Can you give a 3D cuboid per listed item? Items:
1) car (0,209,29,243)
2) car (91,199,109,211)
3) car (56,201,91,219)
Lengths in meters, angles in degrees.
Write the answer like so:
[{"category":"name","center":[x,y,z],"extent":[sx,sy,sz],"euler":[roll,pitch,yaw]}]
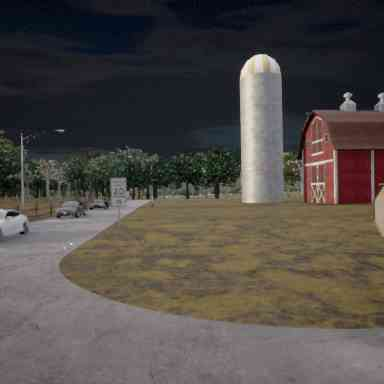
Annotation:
[{"category":"car","center":[-9.578,1.575,16.217],"extent":[1.812,1.442,4.674],"euler":[-1,0,-5]},{"category":"car","center":[-12.053,1.665,43.407],"extent":[1.994,1.385,4.181],"euler":[-1,0,-6]},{"category":"car","center":[-10.862,1.565,30.177],"extent":[1.837,1.490,4.892],"euler":[-1,0,-6]}]
